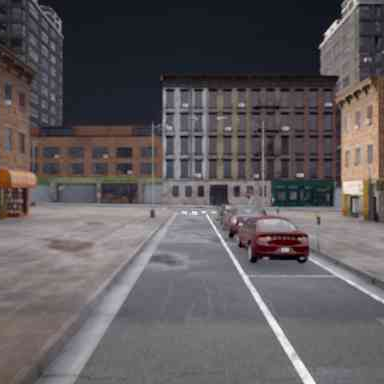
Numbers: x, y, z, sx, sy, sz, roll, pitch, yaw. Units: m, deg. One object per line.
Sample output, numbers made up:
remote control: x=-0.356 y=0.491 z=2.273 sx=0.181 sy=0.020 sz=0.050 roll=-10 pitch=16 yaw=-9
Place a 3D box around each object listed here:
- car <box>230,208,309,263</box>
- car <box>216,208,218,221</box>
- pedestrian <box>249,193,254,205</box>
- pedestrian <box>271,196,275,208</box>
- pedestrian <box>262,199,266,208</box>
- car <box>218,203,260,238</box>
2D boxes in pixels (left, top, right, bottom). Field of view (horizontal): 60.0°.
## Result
car: x=2.636 y=1.487 z=11.633 sx=1.887 sy=1.381 sz=4.507 roll=0 pitch=0 yaw=0
car: x=2.629 y=1.442 z=22.640 sx=2.008 sy=1.369 sz=4.403 roll=0 pitch=0 yaw=0
pedestrian: x=5.989 y=0.981 z=33.164 sx=0.375 sy=1.860 sz=0.375 roll=0 pitch=0 yaw=0
pedestrian: x=7.989 y=0.940 z=32.565 sx=0.500 sy=1.100 sz=0.500 roll=0 pitch=0 yaw=0
pedestrian: x=6.989 y=1.004 z=31.964 sx=0.500 sy=1.100 sz=0.500 roll=0 pitch=0 yaw=0
car: x=2.634 y=1.357 z=17.136 sx=1.967 sy=1.590 sz=4.097 roll=0 pitch=0 yaw=0
